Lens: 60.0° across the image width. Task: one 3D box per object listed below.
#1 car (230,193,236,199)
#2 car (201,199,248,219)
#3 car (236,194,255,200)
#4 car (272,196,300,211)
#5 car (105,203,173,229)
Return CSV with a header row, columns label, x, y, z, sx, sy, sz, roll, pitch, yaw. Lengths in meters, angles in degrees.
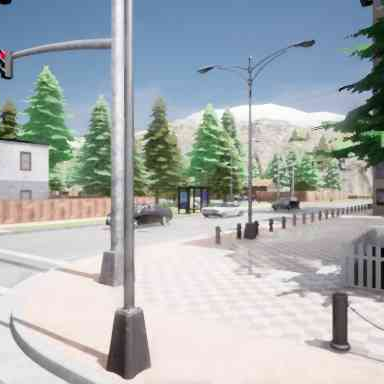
label,x,y,z,sx,sy,sz,roll,pitch,yaw
car,10.671,1.144,79.153,1.905,1.878,3.866,0,0,36
car,2.822,1.584,29.271,1.895,1.301,4.718,0,0,37
car,12.935,1.142,77.994,1.932,1.855,4.605,0,0,36
car,11.520,1.335,40.625,2.097,1.767,4.553,0,0,38
car,-3.267,1.475,21.264,2.128,1.511,4.902,0,0,37
